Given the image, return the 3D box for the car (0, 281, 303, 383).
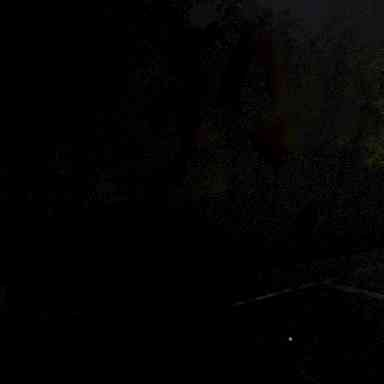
[{"bbox_3d":[-1.440,1.548,2.717,5.357,1.411,2.033,0,0,-36],"label":"car"}]
